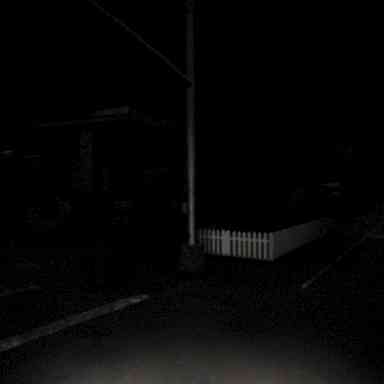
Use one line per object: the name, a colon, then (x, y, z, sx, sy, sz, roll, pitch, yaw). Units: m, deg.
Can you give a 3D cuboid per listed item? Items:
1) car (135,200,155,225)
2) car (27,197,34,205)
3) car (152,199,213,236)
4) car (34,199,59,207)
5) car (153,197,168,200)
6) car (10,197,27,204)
car: (-2.525, 1.779, 27.048, 2.242, 1.667, 4.611, -1, 0, 34)
car: (-39.275, 2.081, 79.235, 4.605, 1.855, 1.932, -1, 0, 34)
car: (-0.264, 1.549, 20.286, 1.905, 1.878, 3.866, -1, 0, 34)
car: (-27.510, 2.069, 63.586, 4.514, 1.523, 2.007, -1, 0, 34)
car: (-8.892, 1.999, 77.363, 5.027, 1.636, 2.152, -1, 0, 34)
car: (-40.560, 2.057, 76.597, 3.866, 1.878, 1.905, -1, 0, 34)
